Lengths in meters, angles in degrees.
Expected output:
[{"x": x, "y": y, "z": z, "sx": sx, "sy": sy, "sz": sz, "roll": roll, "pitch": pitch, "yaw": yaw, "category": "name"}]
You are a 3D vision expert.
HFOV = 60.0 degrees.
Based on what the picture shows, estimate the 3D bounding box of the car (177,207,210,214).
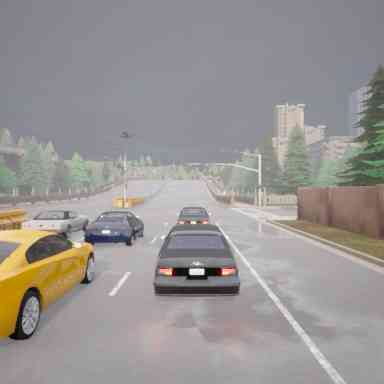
[{"x": 0.098, "y": 1.547, "z": 18.831, "sx": 2.033, "sy": 1.411, "sz": 5.357, "roll": 0, "pitch": 0, "yaw": 1, "category": "car"}]

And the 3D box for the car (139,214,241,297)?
[{"x": 0.088, "y": 1.547, "z": 8.764, "sx": 2.033, "sy": 1.411, "sz": 5.357, "roll": 0, "pitch": 0, "yaw": 0, "category": "car"}]

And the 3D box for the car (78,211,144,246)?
[{"x": -3.426, "y": 1.564, "z": 15.310, "sx": 1.994, "sy": 1.385, "sz": 4.181, "roll": 0, "pitch": 0, "yaw": 0, "category": "car"}]

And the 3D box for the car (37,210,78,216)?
[{"x": -6.924, "y": 1.601, "z": 17.537, "sx": 1.895, "sy": 1.301, "sz": 4.718, "roll": 0, "pitch": 0, "yaw": 0, "category": "car"}]

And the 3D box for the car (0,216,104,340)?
[{"x": -3.409, "y": 1.478, "z": 6.553, "sx": 1.882, "sy": 1.535, "sz": 5.008, "roll": 0, "pitch": 0, "yaw": 0, "category": "car"}]
